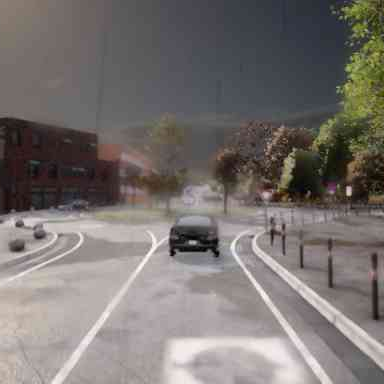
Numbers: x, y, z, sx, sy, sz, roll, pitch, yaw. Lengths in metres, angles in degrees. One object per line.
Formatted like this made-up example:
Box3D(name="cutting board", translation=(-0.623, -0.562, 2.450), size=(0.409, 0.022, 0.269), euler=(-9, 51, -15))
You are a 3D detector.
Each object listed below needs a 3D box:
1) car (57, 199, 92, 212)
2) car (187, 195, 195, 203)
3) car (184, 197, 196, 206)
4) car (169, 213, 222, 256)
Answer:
Box3D(name="car", translation=(-14.558, 1.660, 41.274), size=(2.128, 1.511, 4.902), euler=(0, 0, 21))
Box3D(name="car", translation=(-0.211, 1.846, 85.646), size=(2.150, 2.045, 5.566), euler=(0, -1, 1))
Box3D(name="car", translation=(-0.694, 2.045, 66.131), size=(2.033, 1.411, 5.357), euler=(0, -1, 1))
Box3D(name="car", translation=(0.236, 1.635, 13.998), size=(1.882, 1.535, 5.008), euler=(0, -1, 5))
